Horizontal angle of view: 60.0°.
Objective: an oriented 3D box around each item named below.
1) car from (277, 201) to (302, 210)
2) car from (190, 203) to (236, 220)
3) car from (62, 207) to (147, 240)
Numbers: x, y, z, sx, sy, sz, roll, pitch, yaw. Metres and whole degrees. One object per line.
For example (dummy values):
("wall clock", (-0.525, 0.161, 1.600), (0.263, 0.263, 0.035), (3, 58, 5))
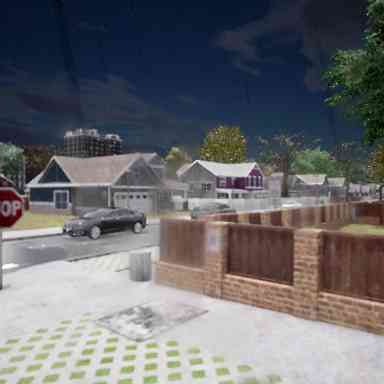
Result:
("car", (11.995, 1.785, 40.524), (1.812, 1.442, 4.674), (0, -1, 36))
("car", (1.750, 1.648, 26.482), (1.837, 1.490, 4.892), (0, 0, 36))
("car", (-4.529, 1.586, 17.837), (1.837, 1.490, 4.892), (0, 0, 36))
